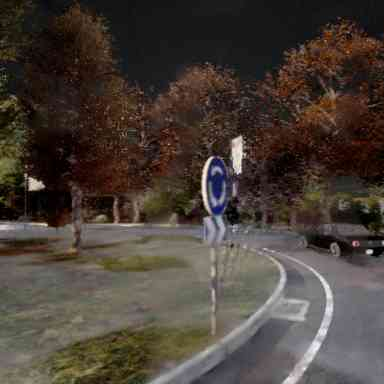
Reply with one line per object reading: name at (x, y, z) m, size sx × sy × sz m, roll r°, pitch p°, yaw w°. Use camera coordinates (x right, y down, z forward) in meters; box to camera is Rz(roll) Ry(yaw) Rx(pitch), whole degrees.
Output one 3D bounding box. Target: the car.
car at (6.482, 2.066, 14.855) m, size 1.895 × 1.301 × 4.718 m, roll 0°, pitch -2°, yaw -7°
